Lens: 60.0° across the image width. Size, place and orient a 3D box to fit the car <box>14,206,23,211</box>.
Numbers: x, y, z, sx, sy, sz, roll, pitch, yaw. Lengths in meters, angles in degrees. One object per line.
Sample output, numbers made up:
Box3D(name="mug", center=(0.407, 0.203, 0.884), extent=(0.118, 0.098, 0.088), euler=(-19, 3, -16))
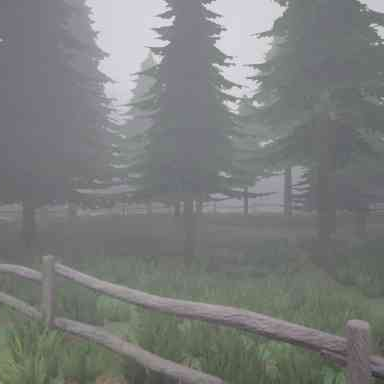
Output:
Box3D(name="car", center=(-11.991, 1.532, 27.409), extent=(1.837, 1.490, 4.892), euler=(-3, -2, 45))
